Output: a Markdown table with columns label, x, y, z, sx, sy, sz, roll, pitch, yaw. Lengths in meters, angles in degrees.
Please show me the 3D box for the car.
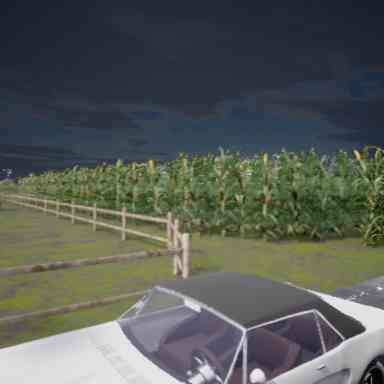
| label | x | y | z | sx | sy | sz | roll | pitch | yaw |
| --- | --- | --- | --- | --- | --- | --- | --- | --- | --- |
| car | 0.114 | 1.601 | 3.147 | 4.718 | 1.301 | 1.895 | 0 | 0 | -36 |
